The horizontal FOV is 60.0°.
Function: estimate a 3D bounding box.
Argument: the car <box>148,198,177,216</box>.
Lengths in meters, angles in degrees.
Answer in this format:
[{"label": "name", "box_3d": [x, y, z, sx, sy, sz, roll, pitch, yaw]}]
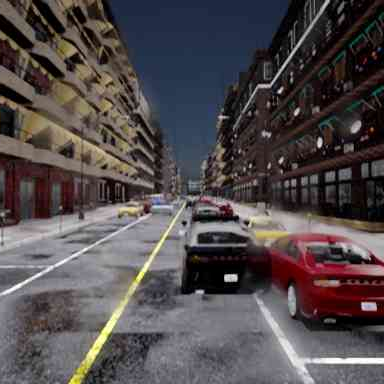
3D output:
[{"label": "car", "box_3d": [-2.828, 1.566, 32.498, 1.895, 1.301, 4.718, 0, 0, 0]}]

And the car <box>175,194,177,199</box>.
[{"label": "car", "box_3d": [-5.245, 1.571, 79.046, 1.947, 1.339, 4.313, 1, 0, 0]}]

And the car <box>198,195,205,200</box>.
[{"label": "car", "box_3d": [2.612, 1.630, 95.575, 1.802, 1.307, 4.206, 1, 0, 0]}]

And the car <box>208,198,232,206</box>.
[{"label": "car", "box_3d": [2.603, 1.511, 29.202, 1.887, 1.381, 4.507, 1, 0, 0]}]

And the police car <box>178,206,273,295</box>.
[{"label": "police car", "box_3d": [0.677, 1.410, 8.839, 1.930, 1.638, 5.238, 0, 0, -1]}]

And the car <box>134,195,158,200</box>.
[{"label": "car", "box_3d": [-5.267, 1.279, 34.802, 2.192, 1.841, 5.009, 2, 0, 0]}]

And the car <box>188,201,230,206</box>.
[{"label": "car", "box_3d": [0.837, 1.478, 18.753, 1.837, 1.490, 4.892, 0, 0, 0]}]

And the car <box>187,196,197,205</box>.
[{"label": "car", "box_3d": [0.040, 1.501, 59.470, 1.812, 1.442, 4.674, 0, 0, 0]}]

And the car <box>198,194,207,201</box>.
[{"label": "car", "box_3d": [2.607, 1.458, 84.513, 1.967, 1.590, 4.097, 1, 0, 0]}]

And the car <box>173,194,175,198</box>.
[{"label": "car", "box_3d": [-5.246, 1.301, 67.984, 2.192, 1.841, 5.009, 1, 0, 0]}]

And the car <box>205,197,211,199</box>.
[{"label": "car", "box_3d": [2.607, 1.515, 34.734, 2.008, 1.369, 4.403, 1, 0, 0]}]

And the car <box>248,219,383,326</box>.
[{"label": "car", "box_3d": [2.589, 1.532, 7.080, 1.887, 1.381, 4.507, 1, 0, 0]}]

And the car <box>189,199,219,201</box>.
[{"label": "car", "box_3d": [0.841, 1.495, 24.754, 1.812, 1.442, 4.674, 0, 0, 0]}]

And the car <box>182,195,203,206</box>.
[{"label": "car", "box_3d": [0.038, 1.511, 45.279, 2.033, 1.411, 5.357, 0, 0, 0]}]

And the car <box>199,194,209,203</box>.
[{"label": "car", "box_3d": [2.604, 1.310, 73.450, 2.192, 1.841, 5.009, 1, 0, 0]}]

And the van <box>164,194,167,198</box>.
[{"label": "van", "box_3d": [-5.258, 1.309, 51.393, 1.690, 1.788, 3.998, 1, 0, 0]}]

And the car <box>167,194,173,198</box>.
[{"label": "car", "box_3d": [-5.249, 1.294, 62.454, 2.192, 1.841, 5.009, 1, 0, 0]}]

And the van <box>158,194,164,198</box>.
[{"label": "van", "box_3d": [-5.260, 1.305, 45.861, 1.690, 1.788, 3.998, 2, 0, 0]}]

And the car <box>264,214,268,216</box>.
[{"label": "car", "box_3d": [2.593, 1.505, 12.782, 1.752, 1.417, 4.829, 1, 0, 0]}]

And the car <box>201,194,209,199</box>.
[{"label": "car", "box_3d": [2.618, 1.512, 51.326, 1.887, 1.381, 4.507, 1, 0, 0]}]

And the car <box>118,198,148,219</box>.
[{"label": "car", "box_3d": [-5.276, 1.492, 29.101, 1.752, 1.417, 4.829, 2, 0, 0]}]
